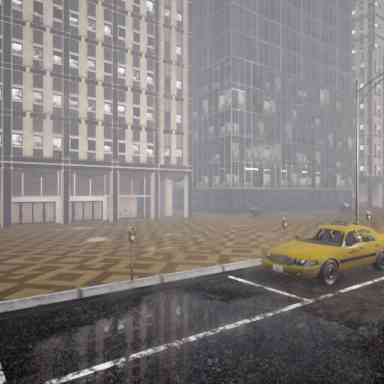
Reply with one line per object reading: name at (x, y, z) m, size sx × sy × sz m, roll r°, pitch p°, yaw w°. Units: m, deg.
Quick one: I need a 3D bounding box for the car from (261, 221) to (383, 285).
car at (4.037, 1.526, 9.454) m, size 4.829 × 1.417 × 1.752 m, roll 0°, pitch 0°, yaw -36°
